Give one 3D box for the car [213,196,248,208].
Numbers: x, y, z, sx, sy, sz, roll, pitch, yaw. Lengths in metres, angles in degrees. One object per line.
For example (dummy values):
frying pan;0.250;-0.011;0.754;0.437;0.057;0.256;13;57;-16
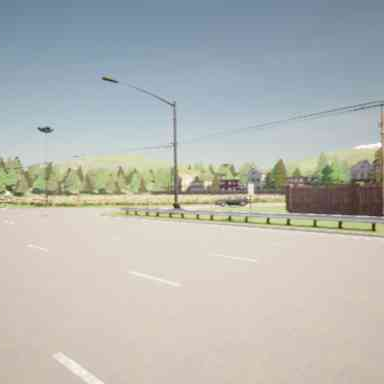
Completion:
car;5.313;1.343;45.503;4.902;1.511;2.128;-1;0;-21
